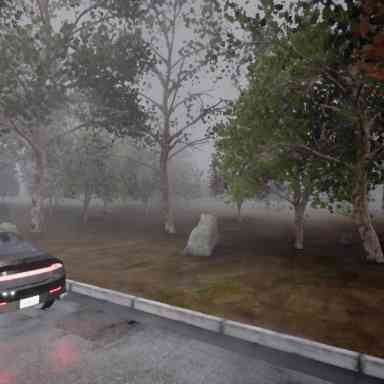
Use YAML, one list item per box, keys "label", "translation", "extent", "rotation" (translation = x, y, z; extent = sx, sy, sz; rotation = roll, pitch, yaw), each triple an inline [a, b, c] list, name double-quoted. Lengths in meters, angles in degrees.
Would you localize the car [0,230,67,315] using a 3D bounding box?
- label: "car"
  translation: [-4.503, 1.501, 6.593]
  extent: [4.902, 1.511, 2.128]
  rotation: [0, 0, 36]
